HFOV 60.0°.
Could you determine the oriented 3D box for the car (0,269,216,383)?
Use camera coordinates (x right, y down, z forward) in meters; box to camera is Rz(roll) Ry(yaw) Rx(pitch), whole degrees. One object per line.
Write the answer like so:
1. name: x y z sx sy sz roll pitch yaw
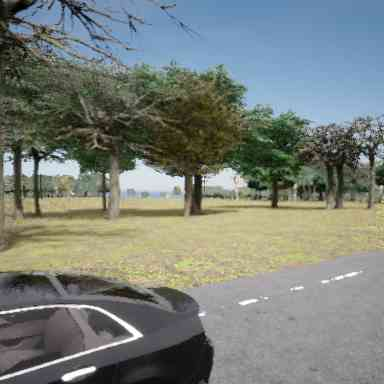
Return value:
1. car: -2.052 1.504 2.521 4.892 1.490 1.837 1 0 -35
